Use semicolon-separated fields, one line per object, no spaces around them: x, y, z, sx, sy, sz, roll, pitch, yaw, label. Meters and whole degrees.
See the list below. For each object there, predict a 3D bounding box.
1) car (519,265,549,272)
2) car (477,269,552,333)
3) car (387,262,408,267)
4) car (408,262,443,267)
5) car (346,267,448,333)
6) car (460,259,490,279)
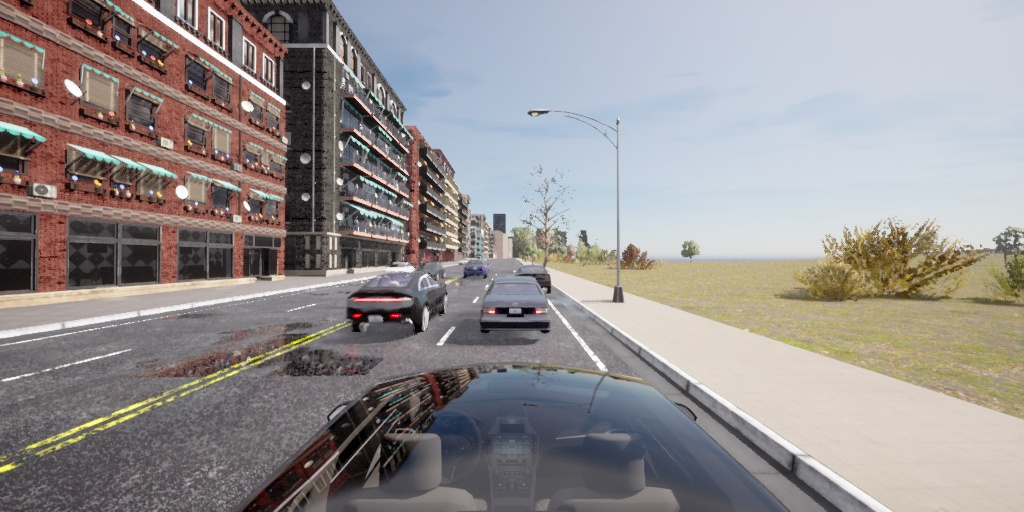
1.114;1.230;20.453;1.882;1.535;5.008;0;0;0;car
0.092;1.299;10.690;2.033;1.411;5.357;0;0;0;car
-9.889;1.277;31.700;1.812;1.442;4.674;0;0;0;car
-6.636;1.257;29.226;1.837;1.490;4.892;0;0;0;car
-3.161;1.241;10.729;2.128;1.511;4.902;0;0;0;car
-3.189;1.103;33.255;2.097;1.767;4.553;0;0;0;car
